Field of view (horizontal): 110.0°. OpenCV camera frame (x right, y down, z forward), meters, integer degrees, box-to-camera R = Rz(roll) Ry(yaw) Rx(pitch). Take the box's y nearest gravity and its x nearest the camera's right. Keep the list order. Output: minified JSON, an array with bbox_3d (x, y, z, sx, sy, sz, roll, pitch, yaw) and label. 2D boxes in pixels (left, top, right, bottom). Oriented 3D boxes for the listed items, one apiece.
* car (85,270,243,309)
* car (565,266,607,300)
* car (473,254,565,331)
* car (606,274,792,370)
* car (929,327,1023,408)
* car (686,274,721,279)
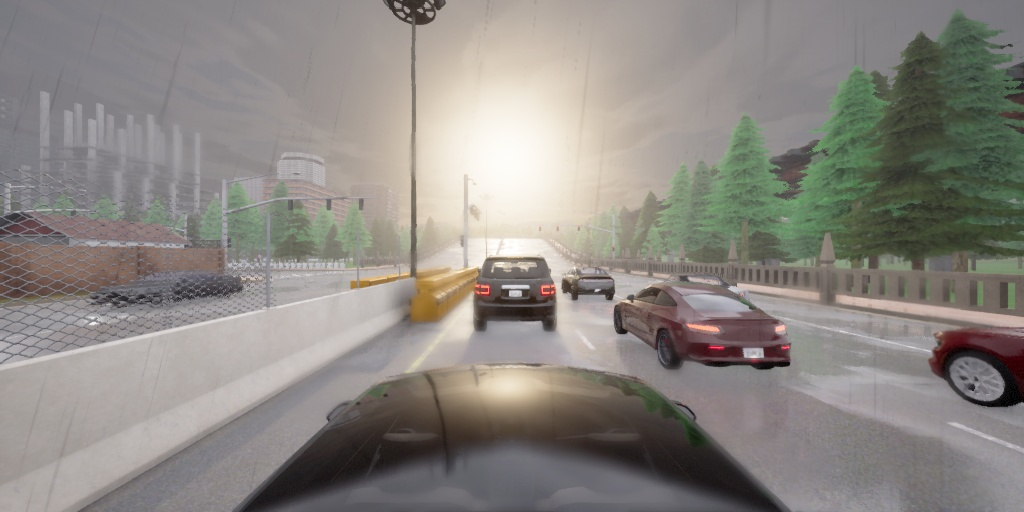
[{"bbox_3d":[-14.107,1.298,15.179,2.033,1.411,5.357,0,0,0],"label":"car"},{"bbox_3d":[3.573,1.242,17.453,2.128,1.511,4.902,0,0,0],"label":"car"},{"bbox_3d":[0.081,0.971,11.072,2.150,2.045,5.566,0,0,0],"label":"car"},{"bbox_3d":[3.592,1.276,7.632,1.812,1.442,4.674,0,0,0],"label":"car"},{"bbox_3d":[7.098,1.228,3.161,1.882,1.535,5.008,0,0,0],"label":"car"},{"bbox_3d":[7.077,1.351,14.359,1.895,1.301,4.718,0,0,0],"label":"car"}]
